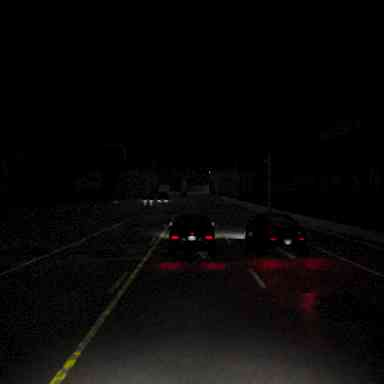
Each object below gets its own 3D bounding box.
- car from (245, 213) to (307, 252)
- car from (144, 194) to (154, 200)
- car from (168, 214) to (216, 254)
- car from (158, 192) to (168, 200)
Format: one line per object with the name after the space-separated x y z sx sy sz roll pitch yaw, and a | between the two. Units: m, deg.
3.502 1.628 14.413 1.812 1.442 4.674 0 0 0 | car
-10.512 1.210 80.881 1.812 1.442 4.674 0 1 0 | car
-0.001 1.648 14.014 2.033 1.411 5.357 0 0 0 | car
-7.012 0.911 81.109 2.150 2.045 5.566 0 1 0 | car
